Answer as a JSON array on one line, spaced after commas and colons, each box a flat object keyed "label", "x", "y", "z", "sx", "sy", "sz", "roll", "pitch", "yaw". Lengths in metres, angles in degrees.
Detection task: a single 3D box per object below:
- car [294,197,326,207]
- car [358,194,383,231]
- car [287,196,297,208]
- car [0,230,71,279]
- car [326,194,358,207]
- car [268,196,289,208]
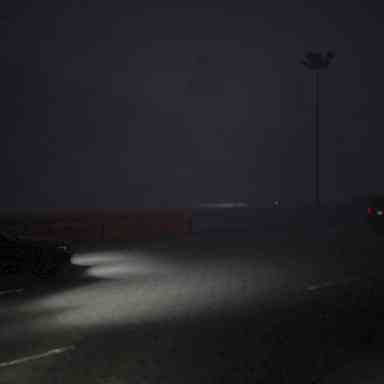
[{"label": "car", "x": 13.410, "y": 1.548, "z": 35.093, "sx": 4.181, "sy": 1.385, "sz": 1.994, "roll": 0, "pitch": 0, "yaw": -24}, {"label": "car", "x": 12.458, "y": 1.224, "z": 19.037, "sx": 5.566, "sy": 2.045, "sz": 2.150, "roll": 0, "pitch": 0, "yaw": -27}, {"label": "car", "x": 13.747, "y": 1.544, "z": 39.057, "sx": 4.181, "sy": 1.385, "sz": 1.994, "roll": 0, "pitch": 0, "yaw": -22}, {"label": "car", "x": -5.495, "y": 1.501, "z": 8.335, "sx": 4.674, "sy": 1.442, "sz": 1.812, "roll": 0, "pitch": 0, "yaw": -35}, {"label": "car", "x": 16.319, "y": 1.219, "z": 32.583, "sx": 5.566, "sy": 2.045, "sz": 2.150, "roll": 0, "pitch": 0, "yaw": -23}, {"label": "car", "x": 11.870, "y": 1.324, "z": 42.053, "sx": 4.553, "sy": 1.767, "sz": 2.097, "roll": 0, "pitch": 0, "yaw": -22}]
